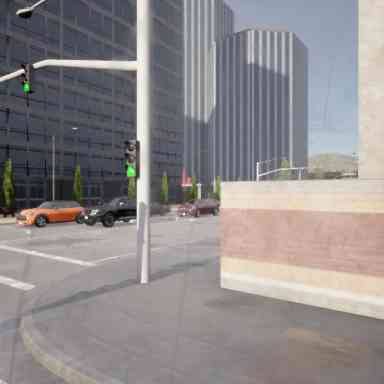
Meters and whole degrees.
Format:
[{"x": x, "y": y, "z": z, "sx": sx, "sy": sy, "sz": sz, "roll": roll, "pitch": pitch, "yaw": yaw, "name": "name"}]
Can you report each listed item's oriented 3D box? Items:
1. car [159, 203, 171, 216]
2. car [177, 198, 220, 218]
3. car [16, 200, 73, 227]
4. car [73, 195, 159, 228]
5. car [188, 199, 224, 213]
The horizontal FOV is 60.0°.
[{"x": -4.175, "y": 1.603, "z": 30.864, "sx": 2.033, "sy": 1.411, "sz": 5.357, "roll": 0, "pitch": 0, "yaw": 36, "name": "car"}, {"x": 0.584, "y": 1.407, "z": 31.485, "sx": 2.097, "sy": 1.767, "sz": 4.553, "roll": 0, "pitch": 0, "yaw": 36, "name": "car"}, {"x": -9.701, "y": 1.407, "z": 23.169, "sx": 2.097, "sy": 1.767, "sz": 4.553, "roll": 0, "pitch": 0, "yaw": 36, "name": "car"}, {"x": -5.145, "y": 1.277, "z": 23.516, "sx": 2.150, "sy": 2.045, "sz": 5.566, "roll": 0, "pitch": 0, "yaw": 36, "name": "car"}, {"x": 1.750, "y": 1.560, "z": 39.094, "sx": 1.837, "sy": 1.490, "sz": 4.892, "roll": 0, "pitch": 0, "yaw": 36, "name": "car"}]
